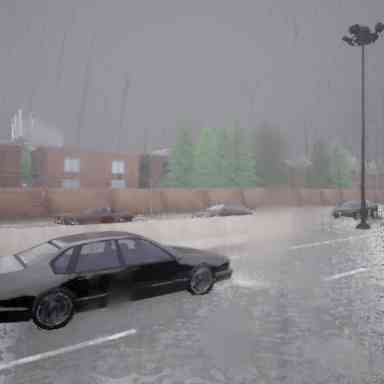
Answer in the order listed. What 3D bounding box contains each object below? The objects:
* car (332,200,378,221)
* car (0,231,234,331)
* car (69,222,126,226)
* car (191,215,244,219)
[{"bbox_3d":[13.216,1.428,26.837,4.892,1.490,1.837,1,0,-37],"label":"car"},{"bbox_3d":[-1.652,1.540,6.868,5.357,1.411,2.033,0,0,-36],"label":"car"},{"bbox_3d":[-6.225,1.579,21.051,4.718,1.301,1.895,0,0,-36],"label":"car"},{"bbox_3d":[2.096,1.480,22.814,4.674,1.442,1.812,0,0,-37],"label":"car"}]
